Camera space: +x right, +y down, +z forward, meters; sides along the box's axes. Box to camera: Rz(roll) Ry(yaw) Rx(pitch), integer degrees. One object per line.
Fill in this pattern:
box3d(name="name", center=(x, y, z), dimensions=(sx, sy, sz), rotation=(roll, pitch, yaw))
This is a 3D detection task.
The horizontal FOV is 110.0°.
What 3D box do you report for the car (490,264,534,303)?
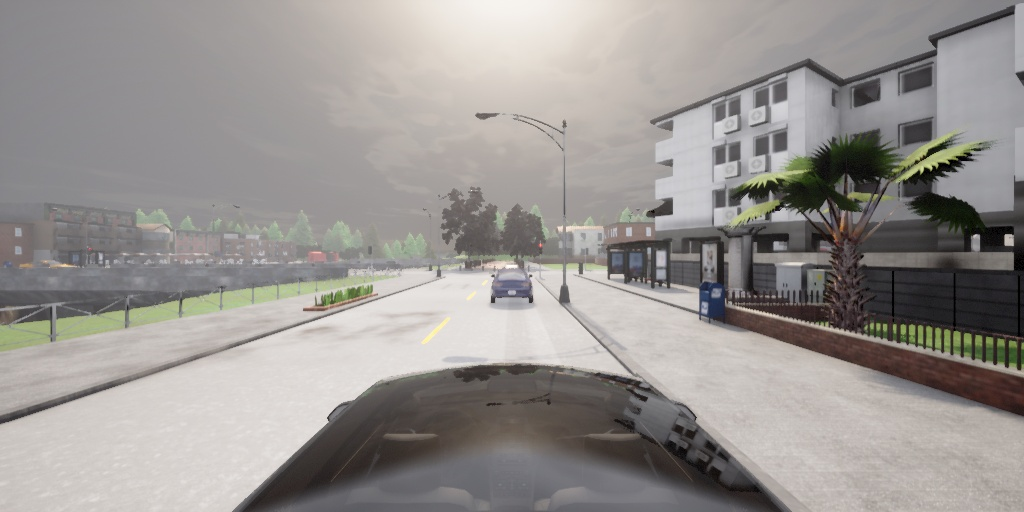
box3d(name="car", center=(0.000, 1.282, 16.500), dimensions=(1.812, 1.442, 4.674), rotation=(0, 0, 0))
